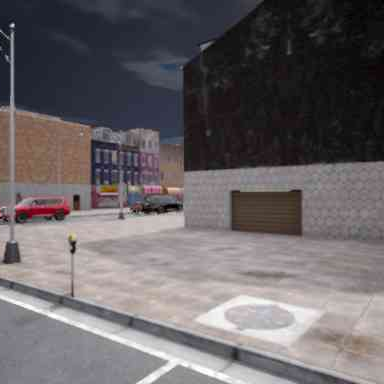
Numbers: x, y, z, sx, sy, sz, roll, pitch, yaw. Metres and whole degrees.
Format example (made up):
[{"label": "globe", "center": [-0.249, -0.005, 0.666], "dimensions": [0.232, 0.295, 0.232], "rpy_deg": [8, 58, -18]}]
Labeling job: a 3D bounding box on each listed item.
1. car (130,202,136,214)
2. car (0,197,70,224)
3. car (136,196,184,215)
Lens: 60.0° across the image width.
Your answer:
[{"label": "car", "center": [-4.734, 1.444, 39.094], "dimensions": [2.150, 2.045, 5.566], "rpy_deg": [0, 0, 36]}, {"label": "car", "center": [-12.938, 1.444, 27.709], "dimensions": [2.150, 2.045, 5.566], "rpy_deg": [0, 0, 36]}, {"label": "car", "center": [-3.112, 1.424, 36.305], "dimensions": [2.150, 2.045, 5.566], "rpy_deg": [0, 0, 36]}]
